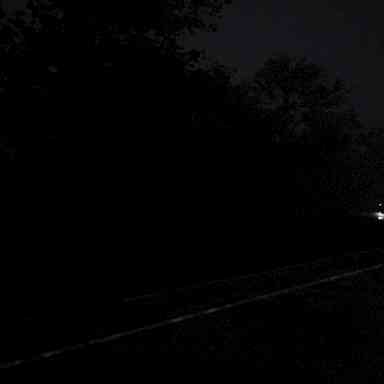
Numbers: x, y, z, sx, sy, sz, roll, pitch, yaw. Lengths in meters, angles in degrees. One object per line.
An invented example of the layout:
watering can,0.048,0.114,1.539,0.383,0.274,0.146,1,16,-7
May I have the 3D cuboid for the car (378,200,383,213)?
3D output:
car,21.557,1.301,35.588,2.097,1.767,4.553,0,0,43
